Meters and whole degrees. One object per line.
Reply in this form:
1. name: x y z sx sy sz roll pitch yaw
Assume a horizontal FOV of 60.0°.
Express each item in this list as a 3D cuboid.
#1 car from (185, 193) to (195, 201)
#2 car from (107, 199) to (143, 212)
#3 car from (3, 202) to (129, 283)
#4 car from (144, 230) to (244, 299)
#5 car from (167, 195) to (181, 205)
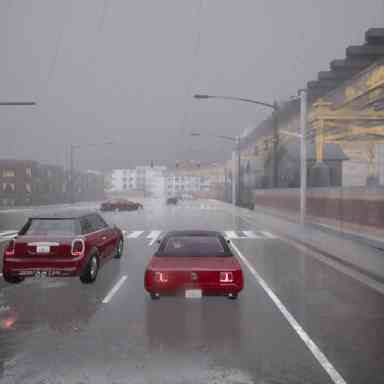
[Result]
1. car: -0.210 1.591 87.262 1.895 1.301 4.718 0 0 -3
2. car: -7.630 1.477 36.431 1.882 1.535 5.008 1 1 40
3. car: -3.449 1.352 9.857 2.097 1.767 4.553 0 0 0
4. car: 0.047 1.601 8.387 1.895 1.301 4.718 0 0 0
5. car: -3.548 1.505 60.725 1.837 1.490 4.892 0 0 0
